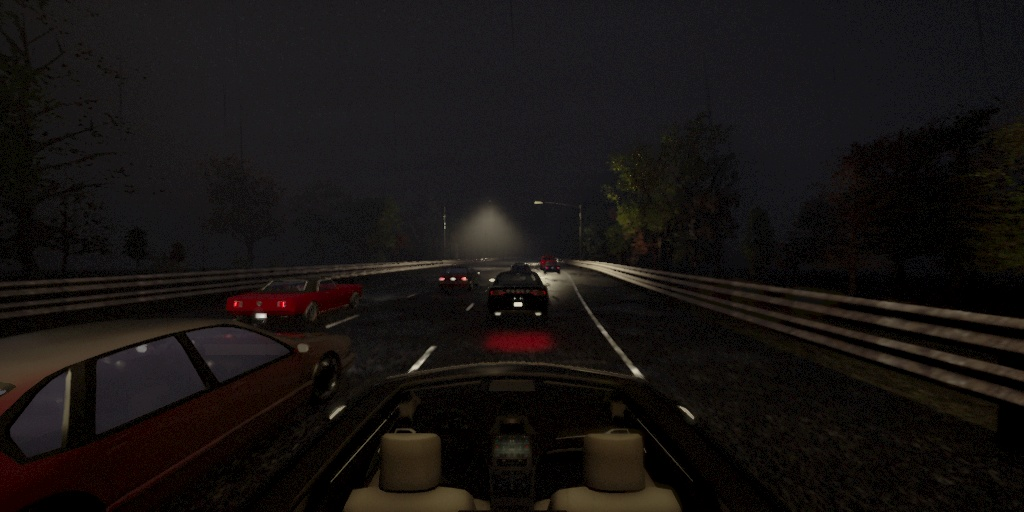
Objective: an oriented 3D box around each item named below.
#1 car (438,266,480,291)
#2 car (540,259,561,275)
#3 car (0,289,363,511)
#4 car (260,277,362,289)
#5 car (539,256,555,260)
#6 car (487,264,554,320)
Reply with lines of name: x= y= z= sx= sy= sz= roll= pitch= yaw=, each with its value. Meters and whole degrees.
car: x=-3.108 y=1.294 z=21.801 sx=2.033 sy=1.411 sz=5.357 roll=0 pitch=0 yaw=2
car: x=4.445 y=1.308 z=40.215 sx=2.033 sy=1.411 sz=5.357 roll=0 pitch=0 yaw=4
car: x=-3.388 y=1.295 z=3.195 sx=2.033 sy=1.411 sz=5.357 roll=0 pitch=0 yaw=0
car: x=-6.806 y=1.345 z=12.009 sx=1.895 sy=1.301 sz=4.718 roll=0 pitch=0 yaw=1
car: x=5.072 y=0.992 z=50.837 sx=2.150 sy=2.045 sz=5.566 roll=0 pitch=0 yaw=3
car: x=0.208 y=1.226 z=12.687 sx=1.882 sy=1.535 sz=5.008 roll=0 pitch=0 yaw=1
